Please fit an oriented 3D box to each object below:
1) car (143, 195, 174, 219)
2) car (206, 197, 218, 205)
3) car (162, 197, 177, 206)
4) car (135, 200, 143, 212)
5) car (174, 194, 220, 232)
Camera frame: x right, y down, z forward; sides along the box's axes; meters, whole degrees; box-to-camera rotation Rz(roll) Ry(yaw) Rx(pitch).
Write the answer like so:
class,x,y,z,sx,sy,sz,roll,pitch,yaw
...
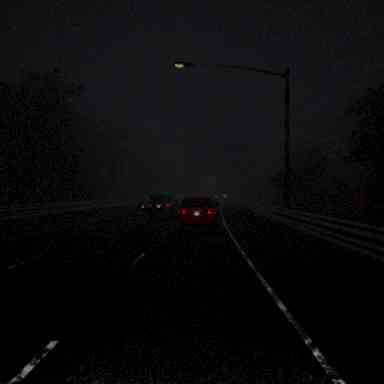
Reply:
class,x,y,z,sx,sy,sz,roll,pitch,yaw
car,-2.529,1.250,29.759,2.150,2.045,5.566,0,0,4
car,3.798,1.711,61.855,1.895,1.301,4.718,0,0,6
car,-3.753,1.576,56.825,1.837,1.490,4.892,0,0,6
car,-5.346,1.595,39.038,1.994,1.385,4.181,0,0,4
car,0.405,1.249,20.414,2.150,2.045,5.566,0,0,3
